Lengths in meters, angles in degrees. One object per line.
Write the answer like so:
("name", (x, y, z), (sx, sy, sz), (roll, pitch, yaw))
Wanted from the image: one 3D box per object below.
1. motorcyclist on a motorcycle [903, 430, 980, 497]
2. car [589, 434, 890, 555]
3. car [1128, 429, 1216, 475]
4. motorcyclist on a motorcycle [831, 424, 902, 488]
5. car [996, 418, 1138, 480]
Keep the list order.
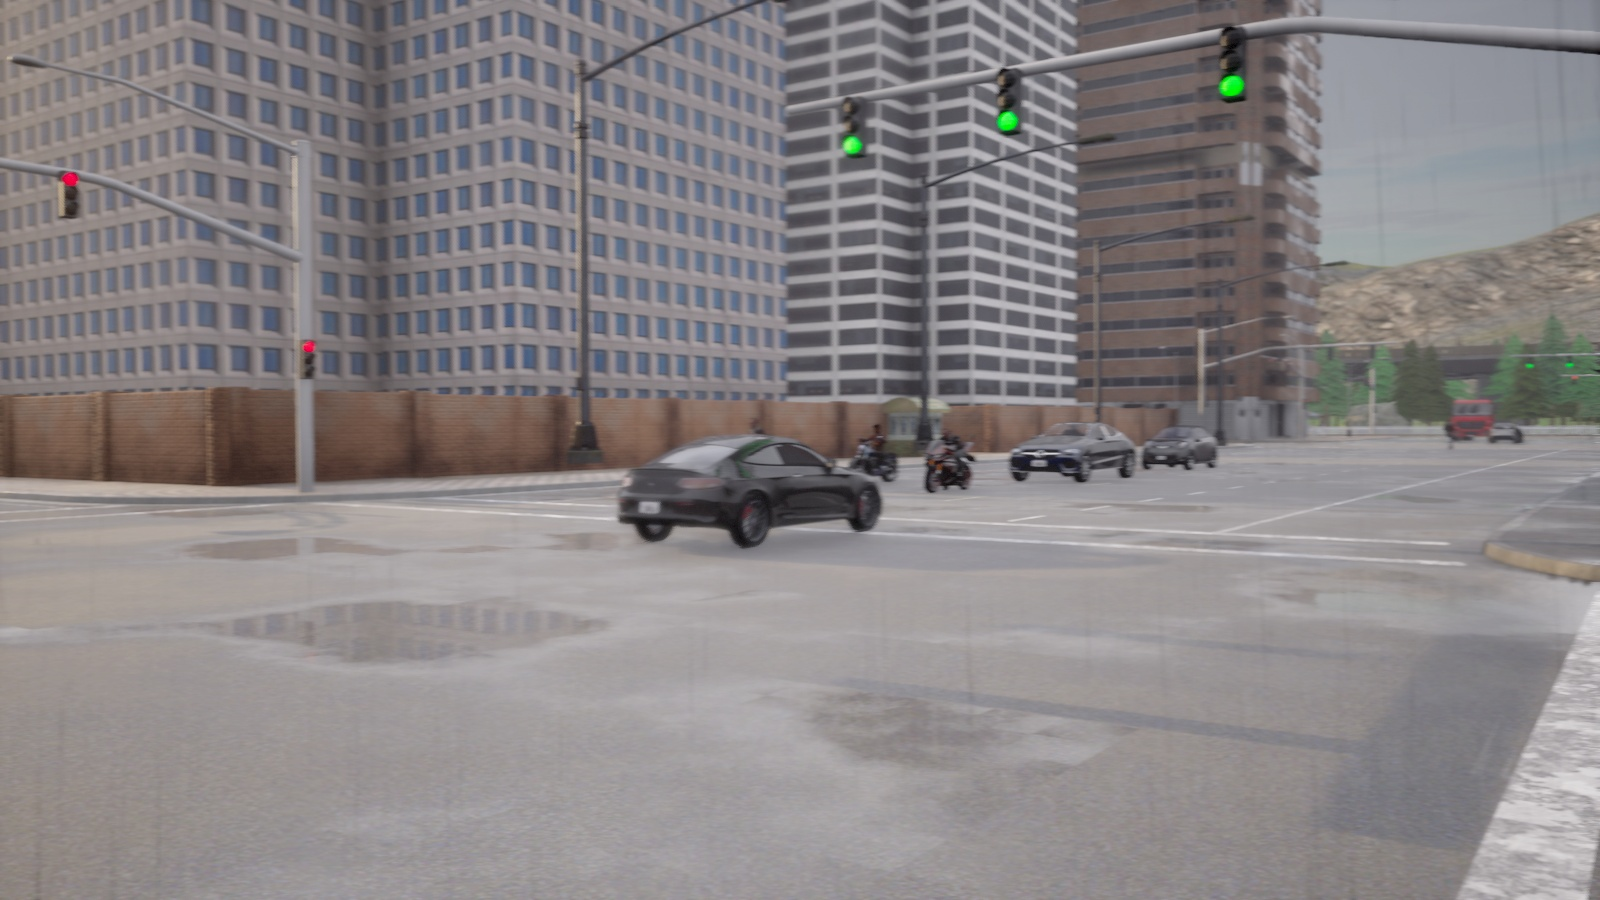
("motorcyclist on a motorcycle", (3.366, 0.291, 29.783), (0.866, 1.530, 2.191), (1, 1, 35))
("car", (-0.684, 0.506, 17.703), (1.812, 1.442, 4.674), (1, 1, 34))
("car", (12.864, 0.031, 43.310), (1.845, 1.501, 3.633), (1, 1, 35))
("motorcyclist on a motorcycle", (1.791, 0.128, 33.631), (0.766, 1.649, 2.350), (1, 2, 35))
("car", (7.732, -0.075, 35.998), (2.152, 1.651, 5.027), (1, 1, 35))
